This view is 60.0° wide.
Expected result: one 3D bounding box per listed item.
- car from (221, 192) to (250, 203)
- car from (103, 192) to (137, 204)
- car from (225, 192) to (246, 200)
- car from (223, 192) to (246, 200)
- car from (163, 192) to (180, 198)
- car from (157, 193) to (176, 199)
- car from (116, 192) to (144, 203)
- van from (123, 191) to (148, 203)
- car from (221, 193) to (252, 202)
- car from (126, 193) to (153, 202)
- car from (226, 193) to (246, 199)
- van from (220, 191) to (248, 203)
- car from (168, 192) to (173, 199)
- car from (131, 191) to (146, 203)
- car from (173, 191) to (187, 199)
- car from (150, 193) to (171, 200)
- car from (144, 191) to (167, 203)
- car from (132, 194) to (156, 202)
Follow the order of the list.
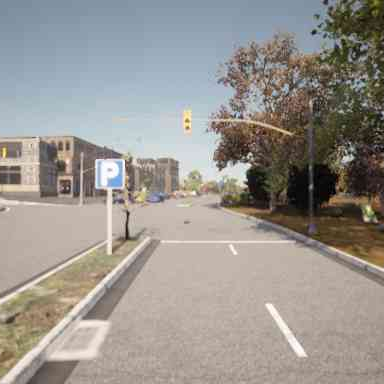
[{"bbox_3d":[7.551,0.930,57.773,4.553,1.767,2.185,0,0,-14],"label":"car"},{"bbox_3d":[-11.550,1.165,52.174,4.792,1.488,2.163,-1,0,-15],"label":"car"},{"bbox_3d":[10.203,0.843,78.347,4.553,1.767,2.185,0,1,-11],"label":"car"},{"bbox_3d":[9.314,0.868,72.476,4.553,1.767,2.185,0,0,-12],"label":"car"},{"bbox_3d":[-5.758,0.849,94.020,4.553,1.767,2.185,-1,0,-10],"label":"car"},{"bbox_3d":[-6.789,0.998,88.062,5.008,1.535,2.097,-1,0,-11],"label":"car"},{"bbox_3d":[-10.823,0.982,58.119,4.553,1.767,2.185,-1,0,-14],"label":"car"},{"bbox_3d":[-10.363,0.869,61.159,4.442,1.987,1.878,-1,0,-14],"label":"van"},{"bbox_3d":[8.081,1.043,60.768,5.366,1.575,1.946,1,0,-13],"label":"car"},{"bbox_3d":[-10.141,1.087,64.132,4.892,1.521,2.231,-1,0,-14],"label":"car"},{"bbox_3d":[11.574,0.959,87.135,4.792,1.488,2.163,0,0,-10],"label":"car"},{"bbox_3d":[7.173,0.842,54.802,4.442,1.987,1.878,1,1,-14],"label":"van"},{"bbox_3d":[-8.158,0.780,79.120,5.566,2.045,2.435,-1,0,-12],"label":"car"},{"bbox_3d":[-10.911,1.112,55.167,5.366,1.575,1.946,-1,0,-15],"label":"car"},{"bbox_3d":[-3.133,1.046,80.643,1.812,1.442,4.674,0,0,8],"label":"car"},{"bbox_3d":[-7.742,1.021,82.100,5.008,1.535,2.097,-1,0,-12],"label":"car"},{"bbox_3d":[-6.190,0.942,56.179,2.150,2.045,5.566,0,2,6],"label":"car"},{"bbox_3d":[-9.773,1.115,67.128,4.674,1.452,2.002,-1,0,-13],"label":"car"}]
